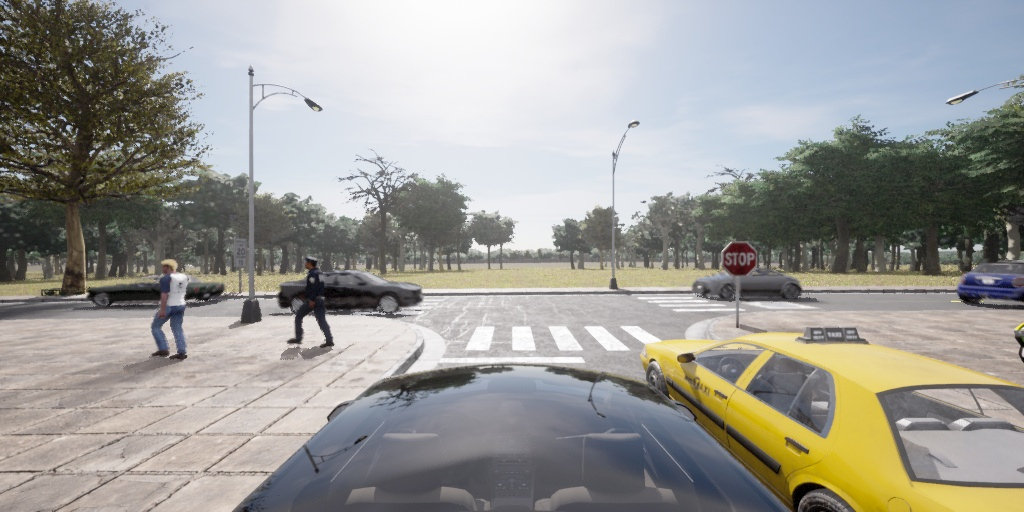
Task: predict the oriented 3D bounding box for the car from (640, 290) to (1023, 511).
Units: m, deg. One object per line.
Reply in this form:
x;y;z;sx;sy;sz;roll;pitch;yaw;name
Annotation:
2.637;1.275;3.225;1.751;1.417;4.829;0;0;0;car

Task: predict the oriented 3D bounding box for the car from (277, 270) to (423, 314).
-5.846;1.271;13.243;5.008;1.535;1.882;-1;0;0;car

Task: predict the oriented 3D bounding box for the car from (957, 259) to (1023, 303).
19.523;0.945;13.095;4.553;1.767;2.097;0;0;0;car

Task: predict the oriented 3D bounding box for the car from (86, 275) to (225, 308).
-16.052;1.545;16.254;4.718;1.301;1.895;-1;0;0;car

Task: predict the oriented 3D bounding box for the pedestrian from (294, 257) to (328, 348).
-3.965;0.891;7.085;0.375;1.860;0.375;0;0;0;pedestrian

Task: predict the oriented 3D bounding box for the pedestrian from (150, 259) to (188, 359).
-6.186;0.935;6.491;0.375;1.860;0.375;0;0;0;pedestrian

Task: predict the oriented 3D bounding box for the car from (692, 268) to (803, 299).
10.431;1.196;16.097;4.181;1.385;1.994;0;0;0;car
